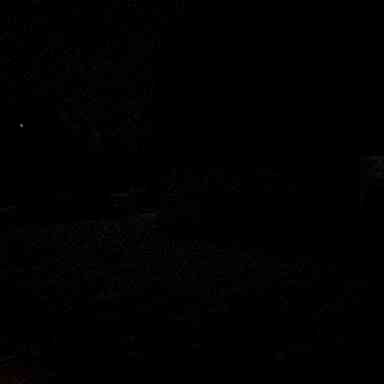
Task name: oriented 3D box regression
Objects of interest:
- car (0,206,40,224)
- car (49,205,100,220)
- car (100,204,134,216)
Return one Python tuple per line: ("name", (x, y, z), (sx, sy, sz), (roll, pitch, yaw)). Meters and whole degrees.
("car", (-14.750, 1.852, 27.227), (2.008, 1.369, 4.403), (-1, -1, 35))
("car", (-11.483, 1.891, 31.867), (1.947, 1.339, 4.313), (-1, -1, 35))
("car", (-8.216, 1.934, 36.506), (1.802, 1.307, 4.206), (-1, -1, 35))
